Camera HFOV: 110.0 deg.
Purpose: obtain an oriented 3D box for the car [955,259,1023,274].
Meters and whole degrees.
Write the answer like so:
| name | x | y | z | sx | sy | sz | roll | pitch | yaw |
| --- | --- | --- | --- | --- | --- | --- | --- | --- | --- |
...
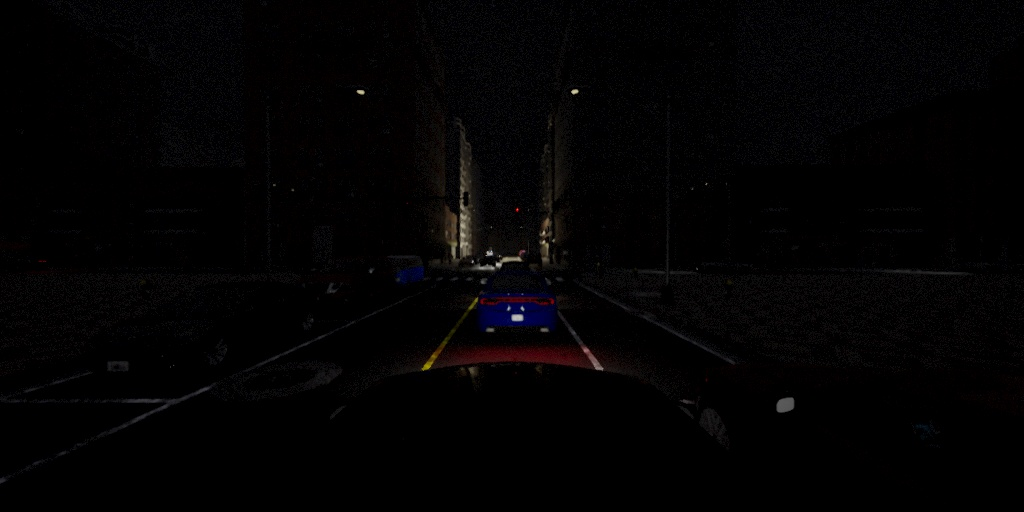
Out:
| name | x | y | z | sx | sy | sz | roll | pitch | yaw |
| --- | --- | --- | --- | --- | --- | --- | --- | --- | --- |
| car | 43.775 | 0.910 | 32.698 | 4.718 | 1.301 | 1.895 | 0 | 1 | 1 |

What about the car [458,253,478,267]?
| name | x | y | z | sx | sy | sz | roll | pitch | yaw |
| --- | --- | --- | --- | --- | --- | --- | --- | --- | --- |
| car | -5.764 | 0.611 | 45.634 | 1.751 | 1.417 | 4.829 | 0 | 0 | 0 |

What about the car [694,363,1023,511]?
| name | x | y | z | sx | sy | sz | roll | pitch | yaw |
| --- | --- | --- | --- | --- | --- | --- | --- | --- | --- |
| car | 2.668 | 1.293 | 1.827 | 1.888 | 1.381 | 4.507 | 0 | 0 | 0 |

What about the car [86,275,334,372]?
| name | x | y | z | sx | sy | sz | roll | pitch | yaw |
| --- | --- | --- | --- | --- | --- | --- | --- | --- | --- |
| car | -5.845 | 1.237 | 7.510 | 1.948 | 1.339 | 4.313 | 0 | 0 | 0 |

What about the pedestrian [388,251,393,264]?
| name | x | y | z | sx | sy | sz | roll | pitch | yaw |
| --- | --- | --- | --- | --- | --- | --- | --- | --- | --- |
| pedestrian | -12.476 | 0.367 | 36.753 | 0.375 | 1.860 | 0.375 | 0 | 1 | 1 |

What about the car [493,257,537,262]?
| name | x | y | z | sx | sy | sz | roll | pitch | yaw |
| --- | --- | --- | --- | --- | --- | --- | --- | --- | --- |
| car | 0.134 | 1.013 | 19.217 | 1.837 | 1.490 | 4.892 | 0 | 1 | 0 |

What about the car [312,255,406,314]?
| name | x | y | z | sx | sy | sz | roll | pitch | yaw |
| --- | --- | --- | --- | --- | --- | --- | --- | --- | --- |
| car | -5.833 | 0.908 | 13.149 | 2.192 | 1.841 | 5.009 | 0 | 0 | 0 |

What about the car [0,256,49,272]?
| name | x | y | z | sx | sy | sz | roll | pitch | yaw |
| --- | --- | --- | --- | --- | --- | --- | --- | --- | --- |
| car | -47.484 | 0.740 | 34.282 | 4.902 | 1.511 | 2.128 | 0 | 1 | 1 |

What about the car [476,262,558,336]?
| name | x | y | z | sx | sy | sz | roll | pitch | yaw |
| --- | --- | --- | --- | --- | --- | --- | --- | --- | --- |
| car | 0.118 | 1.114 | 10.016 | 1.882 | 1.535 | 5.008 | 0 | 1 | 0 |

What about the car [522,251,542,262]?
| name | x | y | z | sx | sy | sz | roll | pitch | yaw |
| --- | --- | --- | --- | --- | --- | --- | --- | --- | --- |
| car | 2.762 | 0.401 | 45.759 | 2.192 | 1.841 | 5.009 | 0 | 0 | 0 |

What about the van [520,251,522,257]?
| name | x | y | z | sx | sy | sz | roll | pitch | yaw |
| --- | --- | --- | --- | --- | --- | --- | --- | --- | --- |
| van | 2.798 | 0.150 | 62.727 | 1.690 | 1.789 | 3.998 | 0 | 0 | 0 |

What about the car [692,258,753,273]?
| name | x | y | z | sx | sy | sz | roll | pitch | yaw |
| --- | --- | --- | --- | --- | --- | --- | --- | --- | --- |
| car | 19.353 | 0.882 | 33.171 | 4.718 | 1.301 | 1.895 | 0 | 1 | 1 |

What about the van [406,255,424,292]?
| name | x | y | z | sx | sy | sz | roll | pitch | yaw |
| --- | --- | --- | --- | --- | --- | --- | --- | --- | --- |
| van | -5.821 | 0.855 | 18.790 | 1.690 | 1.789 | 3.998 | 0 | 0 | 0 |

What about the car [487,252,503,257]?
| name | x | y | z | sx | sy | sz | roll | pitch | yaw |
| --- | --- | --- | --- | --- | --- | --- | --- | --- | --- |
| car | -2.955 | 0.483 | 58.234 | 1.895 | 1.301 | 4.718 | 0 | 1 | 0 |

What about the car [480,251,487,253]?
| name | x | y | z | sx | sy | sz | roll | pitch | yaw |
| --- | --- | --- | --- | --- | --- | --- | --- | --- | --- |
| car | -5.728 | 0.334 | 62.597 | 1.751 | 1.417 | 4.829 | 0 | 0 | 0 |

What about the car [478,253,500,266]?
| name | x | y | z | sx | sy | sz | roll | pitch | yaw |
| --- | --- | --- | --- | --- | --- | --- | --- | --- | --- |
| car | -3.002 | 0.627 | 46.163 | 2.033 | 1.411 | 5.357 | 0 | 1 | 0 |
